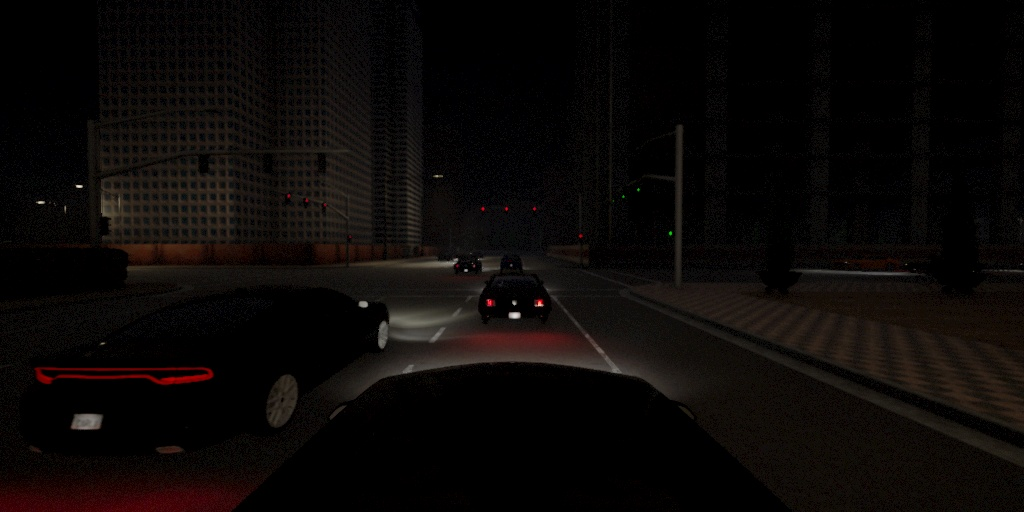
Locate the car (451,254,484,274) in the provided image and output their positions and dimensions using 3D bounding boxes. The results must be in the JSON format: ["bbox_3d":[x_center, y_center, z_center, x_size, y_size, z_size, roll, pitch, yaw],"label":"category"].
[{"bbox_3d":[-3.553,0.770,29.799,1.895,1.301,4.718,0,1,0],"label":"car"}]

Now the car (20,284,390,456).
[{"bbox_3d":[-3.452,1.151,5.406,1.882,1.535,5.008,0,1,1],"label":"car"}]

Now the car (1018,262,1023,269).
[{"bbox_3d":[50.059,0.709,32.742,5.357,1.411,2.033,0,1,0],"label":"car"}]

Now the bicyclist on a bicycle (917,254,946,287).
[{"bbox_3d":[20.759,0.723,17.548,0.582,1.620,1.656,0,1,0],"label":"bicyclist on a bicycle"}]

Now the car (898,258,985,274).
[{"bbox_3d":[35.307,0.778,29.432,4.718,1.301,1.895,0,1,0],"label":"car"}]

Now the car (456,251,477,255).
[{"bbox_3d":[-7.090,0.226,56.155,1.895,1.301,4.718,0,1,1],"label":"car"}]

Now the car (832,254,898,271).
[{"bbox_3d":[32.408,0.582,32.950,5.008,1.535,1.882,0,1,0],"label":"car"}]

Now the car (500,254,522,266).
[{"bbox_3d":[-0.078,0.582,32.970,1.882,1.535,5.008,0,1,0],"label":"car"}]

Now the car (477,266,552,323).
[{"bbox_3d":[0.075,1.155,11.191,1.895,1.301,4.718,0,1,0],"label":"car"}]

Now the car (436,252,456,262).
[{"bbox_3d":[-10.579,0.092,56.694,1.882,1.535,5.008,0,1,1],"label":"car"}]
